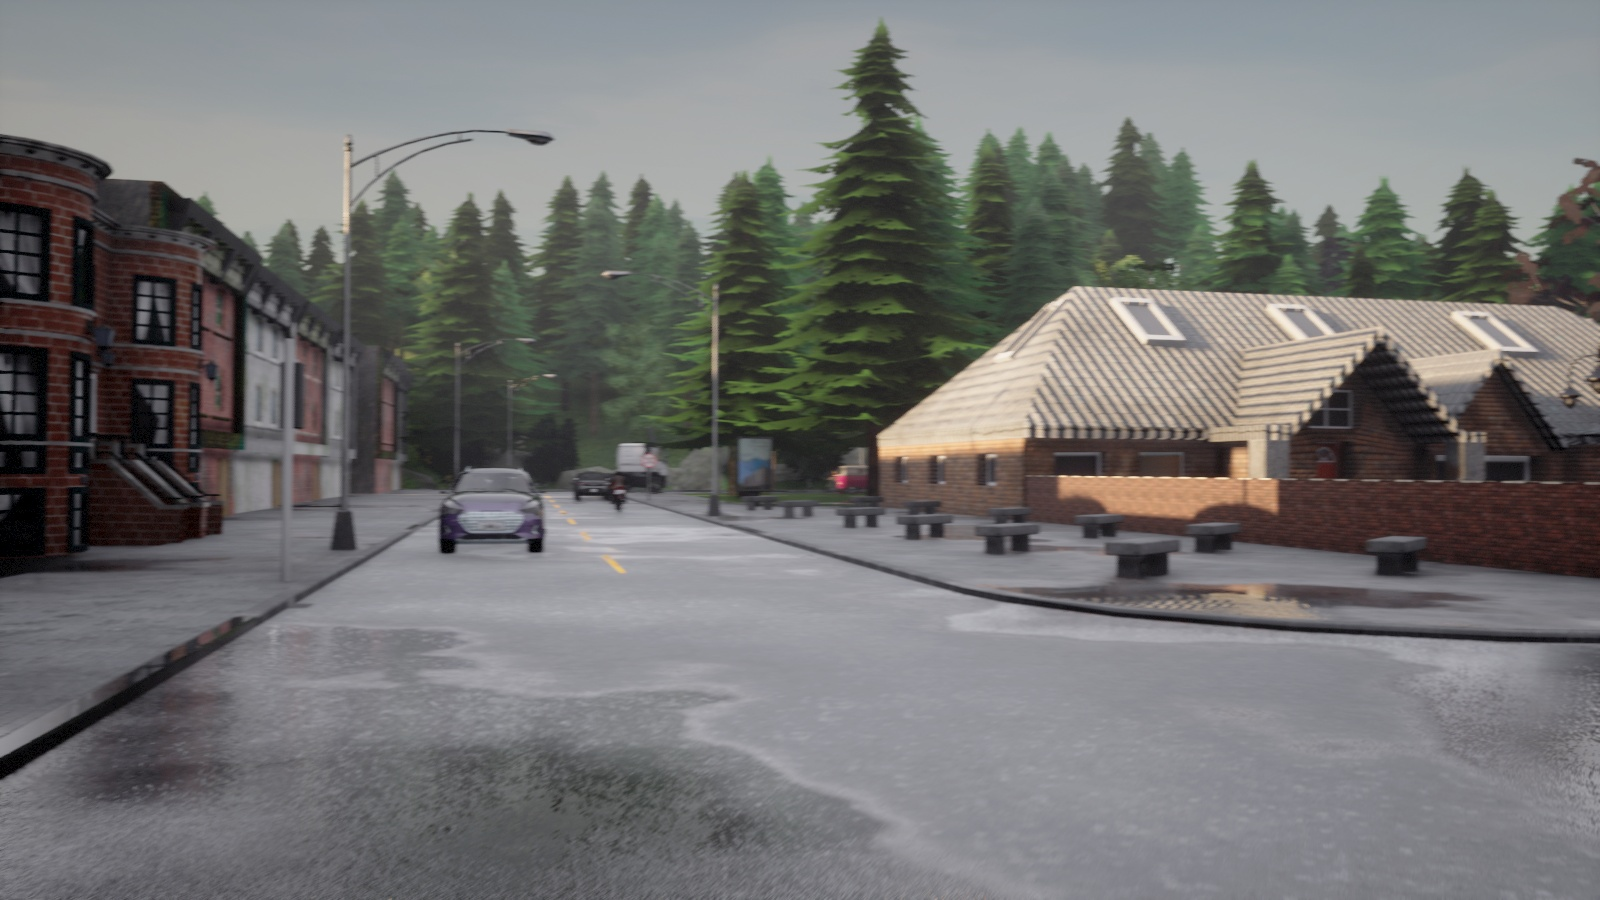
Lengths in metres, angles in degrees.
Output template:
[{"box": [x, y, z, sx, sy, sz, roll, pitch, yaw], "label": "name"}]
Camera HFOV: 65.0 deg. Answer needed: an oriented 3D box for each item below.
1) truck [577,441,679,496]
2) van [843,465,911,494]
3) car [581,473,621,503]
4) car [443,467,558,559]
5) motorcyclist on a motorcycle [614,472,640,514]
[{"box": [-11.254, 1.252, 83.155, 2.891, 3.462, 7.936, -1, -1, 25], "label": "truck"}, {"box": [5.429, 2.061, 88.804, 4.442, 1.987, 1.775, 0, -1, -12], "label": "van"}, {"box": [-10.286, 1.933, 64.659, 1.816, 1.474, 4.193, 0, -1, -12], "label": "car"}, {"box": [-5.925, 1.176, 25.100, 2.033, 1.649, 4.856, 0, -1, -12], "label": "car"}, {"box": [-6.430, 1.591, 46.571, 0.797, 1.523, 2.044, 0, -1, -12], "label": "motorcyclist on a motorcycle"}]
